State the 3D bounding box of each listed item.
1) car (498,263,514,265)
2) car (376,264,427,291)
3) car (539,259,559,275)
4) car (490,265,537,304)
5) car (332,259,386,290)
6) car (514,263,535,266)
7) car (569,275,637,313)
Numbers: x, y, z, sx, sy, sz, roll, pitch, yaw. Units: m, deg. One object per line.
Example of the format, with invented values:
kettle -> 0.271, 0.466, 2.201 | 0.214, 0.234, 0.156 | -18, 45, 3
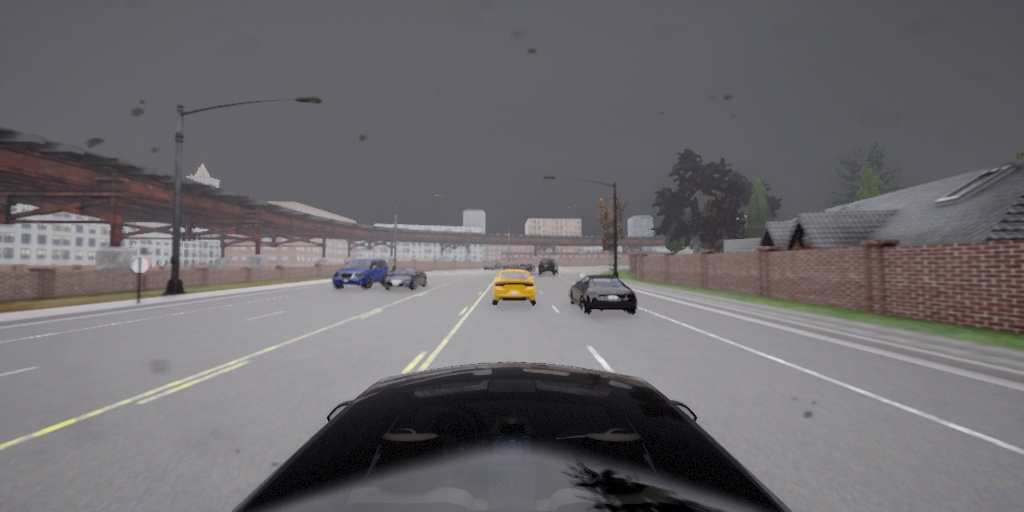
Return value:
car -> -0.163, 1.993, 64.436 | 1.994, 1.385, 4.181 | -1, -1, 28
car -> -7.078, 1.494, 24.303 | 2.128, 1.511, 4.902 | 0, -1, 0
car -> 5.058, 1.444, 48.877 | 2.150, 2.045, 5.566 | -1, -1, 15
car -> 0.102, 1.410, 17.564 | 1.882, 1.535, 5.008 | 0, 0, 0
car -> -10.585, 1.237, 25.615 | 2.150, 2.045, 5.566 | 0, -1, 0
car -> 2.257, 1.754, 51.491 | 2.128, 1.511, 4.902 | -1, -1, 15
car -> 3.600, 1.468, 14.781 | 1.994, 1.385, 4.181 | 0, -1, 0
